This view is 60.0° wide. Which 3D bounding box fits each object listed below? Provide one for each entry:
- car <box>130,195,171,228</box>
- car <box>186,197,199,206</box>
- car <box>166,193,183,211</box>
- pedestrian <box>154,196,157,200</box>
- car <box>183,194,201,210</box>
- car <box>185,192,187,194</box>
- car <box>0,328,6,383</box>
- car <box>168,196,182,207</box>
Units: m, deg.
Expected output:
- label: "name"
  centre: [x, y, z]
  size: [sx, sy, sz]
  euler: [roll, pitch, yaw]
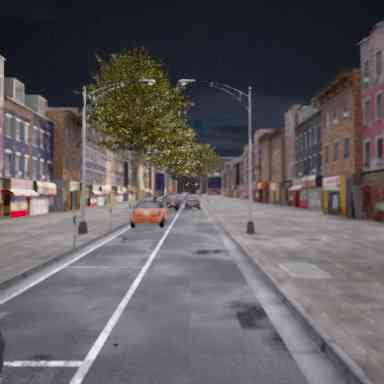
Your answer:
- label: "car"
  centre: [-2.749, 1.319, 22.263]
  size: [2.097, 1.767, 4.553]
  euler: [0, 0, 0]
- label: "car"
  centre: [0.008, 1.446, 53.073]
  size: [1.994, 1.385, 4.181]
  euler: [0, 0, 0]
- label: "car"
  centre: [-2.608, 1.233, 40.218]
  size: [2.192, 1.841, 5.009]
  euler: [2, 0, 0]
- label: "pedestrian"
  centre: [-2.748, 1.254, 25.094]
  size: [0.375, 1.860, 0.375]
  euler: [-2, -1, 0]
- label: "car"
  centre: [0.061, 1.404, 42.023]
  size: [2.128, 1.511, 4.902]
  euler: [0, 0, 0]
- label: "car"
  centre: [-2.608, 1.284, 67.894]
  size: [1.967, 1.590, 4.097]
  euler: [2, 0, 0]
- label: "car"
  centre: [-2.620, 1.551, 1.466]
  size: [2.008, 1.369, 4.403]
  euler: [1, 0, 0]
- label: "car"
  centre: [-2.613, 1.432, 51.288]
  size: [1.887, 1.381, 4.507]
  euler: [2, 0, 0]
